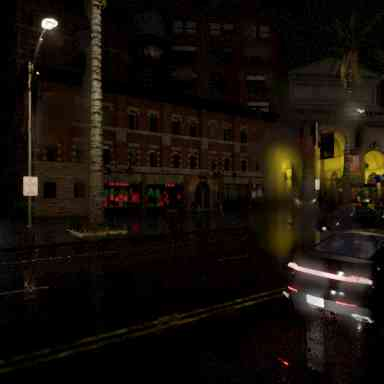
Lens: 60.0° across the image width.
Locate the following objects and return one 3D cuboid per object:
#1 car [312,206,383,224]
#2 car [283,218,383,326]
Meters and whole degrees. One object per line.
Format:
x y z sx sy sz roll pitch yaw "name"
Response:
9.164 1.547 19.188 5.357 1.411 2.033 0 0 -36 "car"
3.911 1.492 6.610 4.902 1.511 2.128 0 0 -35 "car"
